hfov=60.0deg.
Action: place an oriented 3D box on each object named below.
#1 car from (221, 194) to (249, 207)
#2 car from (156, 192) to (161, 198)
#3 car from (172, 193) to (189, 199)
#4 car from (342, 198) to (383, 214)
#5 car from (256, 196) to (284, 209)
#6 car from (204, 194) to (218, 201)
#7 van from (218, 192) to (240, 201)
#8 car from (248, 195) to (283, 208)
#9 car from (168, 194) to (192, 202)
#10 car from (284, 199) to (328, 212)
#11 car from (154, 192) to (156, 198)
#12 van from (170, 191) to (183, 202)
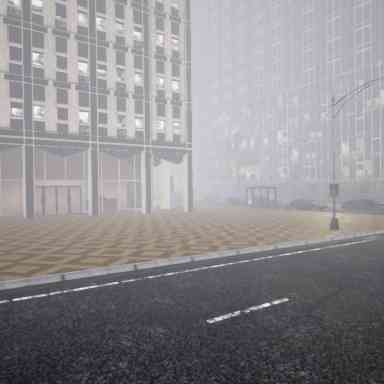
[{"bbox_3d":[6.439,1.319,45.997,1.947,1.339,4.313,0,1,-34],"label":"car"},{"bbox_3d":[-5.800,0.615,78.919,2.192,1.841,5.009,0,1,-34],"label":"car"},{"bbox_3d":[-2.598,0.936,74.226,1.802,1.307,4.206,0,1,-34],"label":"car"},{"bbox_3d":[17.755,1.384,34.080,1.812,1.442,4.674,-1,1,-34],"label":"car"},{"bbox_3d":[9.592,1.388,41.269,1.802,1.307,4.206,0,1,-34],"label":"car"},{"bbox_3d":[3.805,1.043,64.833,1.802,1.307,4.206,0,1,-34],"label":"car"},{"bbox_3d":[7.005,0.855,60.134,1.690,1.788,3.998,0,1,-34],"label":"van"},{"bbox_3d":[9.985,1.259,45.477,1.812,1.442,4.674,-1,2,-34],"label":"car"},{"bbox_3d":[-2.262,1.078,63.607,2.033,1.411,5.357,-1,1,-34],"label":"car"},{"bbox_3d":[12.780,1.423,36.561,1.947,1.339,4.313,0,1,-34],"label":"car"},{"bbox_3d":[-9.002,0.686,83.616,1.967,1.590,4.097,0,1,-34],"label":"car"},{"bbox_3d":[-3.120,0.937,60.112,1.690,1.788,3.998,0,1,-34],"label":"van"}]
